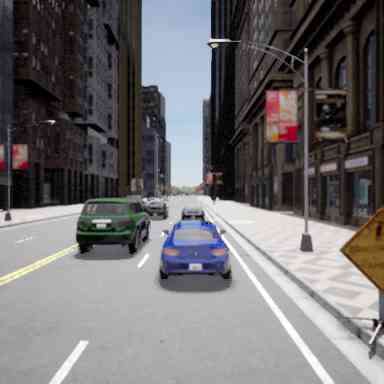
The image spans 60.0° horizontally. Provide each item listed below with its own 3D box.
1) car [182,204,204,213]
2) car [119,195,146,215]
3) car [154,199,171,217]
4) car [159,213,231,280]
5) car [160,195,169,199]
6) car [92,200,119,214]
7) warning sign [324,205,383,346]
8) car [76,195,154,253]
[{"bbox_3d":[0.092,1.749,29.334,1.895,1.301,4.718,0,0,0],"label":"car"},{"bbox_3d":[-6.597,1.410,37.544,2.150,2.045,5.566,0,0,0],"label":"car"},{"bbox_3d":[-3.157,1.662,30.917,1.837,1.490,4.892,0,0,0],"label":"car"},{"bbox_3d":[0.078,1.575,10.000,1.812,1.442,4.674,0,0,0],"label":"car"},{"bbox_3d":[-6.501,1.588,78.740,2.097,1.767,4.553,0,0,0],"label":"car"},{"bbox_3d":[-9.845,1.703,38.417,1.837,1.490,4.892,0,-1,0],"label":"car"},{"bbox_3d":[2.849,1.140,4.991,1.300,1.860,1.060,0,0,0],"label":"warning sign"},{"bbox_3d":[-3.155,1.290,14.234,2.150,2.045,5.566,0,0,0],"label":"car"}]
